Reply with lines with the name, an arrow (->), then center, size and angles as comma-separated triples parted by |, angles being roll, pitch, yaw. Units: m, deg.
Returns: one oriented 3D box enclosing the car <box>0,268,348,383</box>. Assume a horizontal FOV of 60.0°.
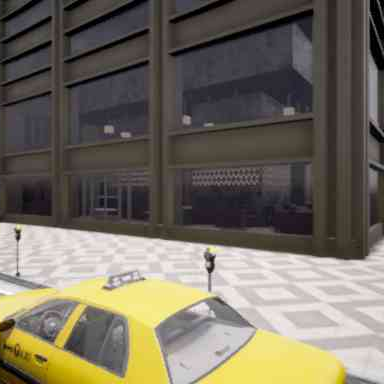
car -> -0.922, 1.526, 3.622 | 4.829, 1.417, 1.752 | 0, 0, 36
